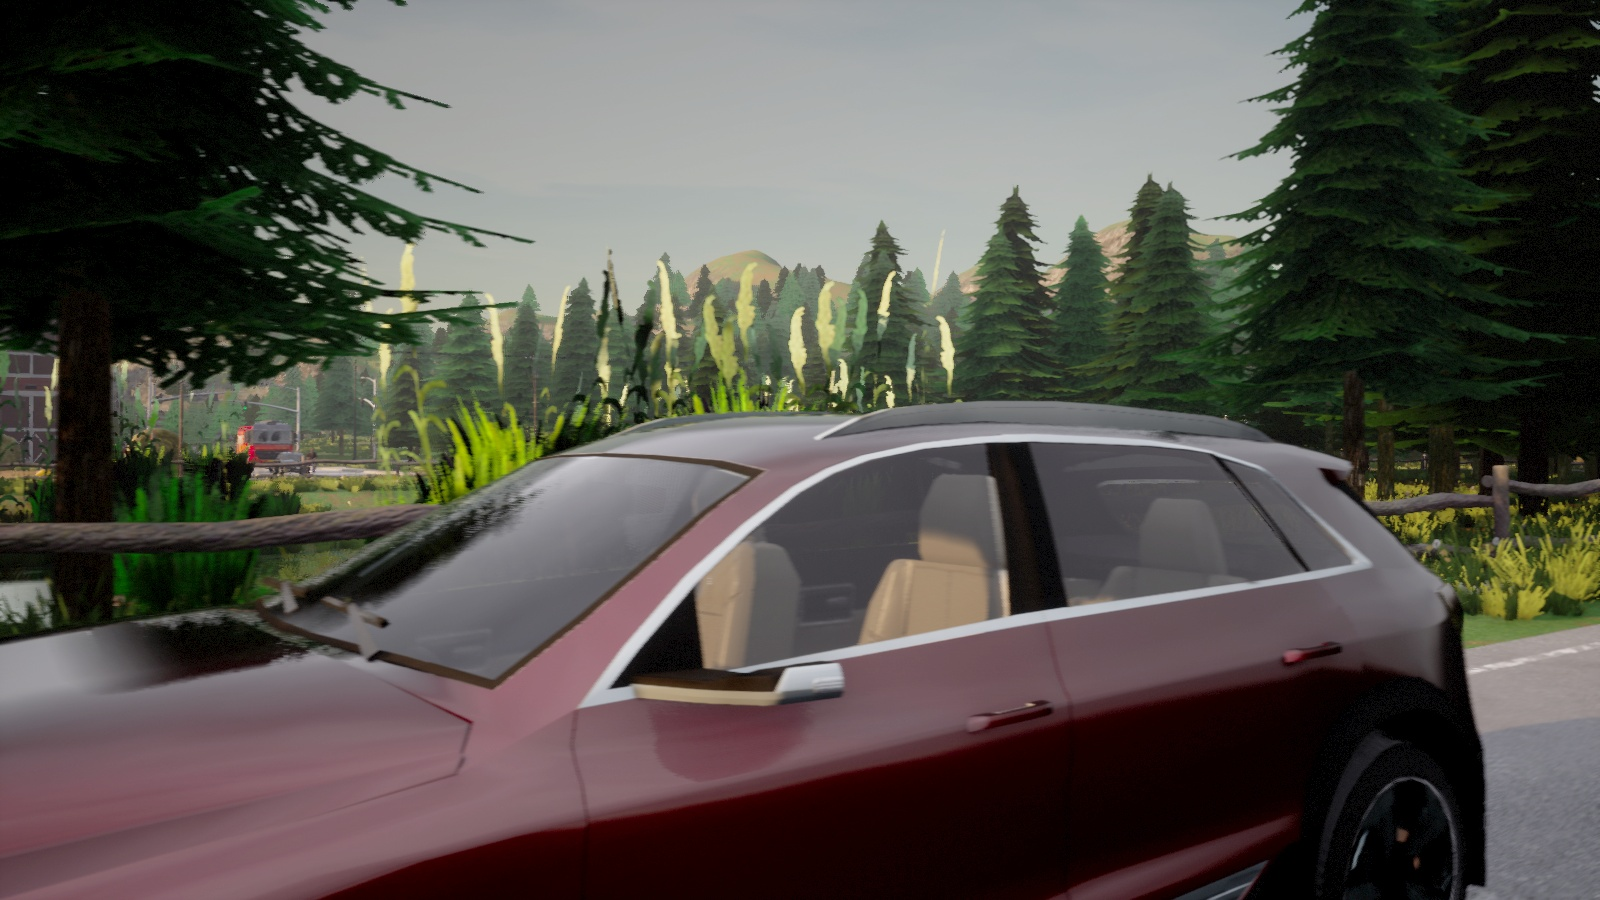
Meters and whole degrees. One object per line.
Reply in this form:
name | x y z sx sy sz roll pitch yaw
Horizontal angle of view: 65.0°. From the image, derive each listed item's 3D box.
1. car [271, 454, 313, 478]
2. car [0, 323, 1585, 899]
car | -32.607 1.030 80.528 1.837 1.490 4.892 0 0 -30
car | -0.244 0.683 3.133 4.856 1.649 2.033 0 0 -36
